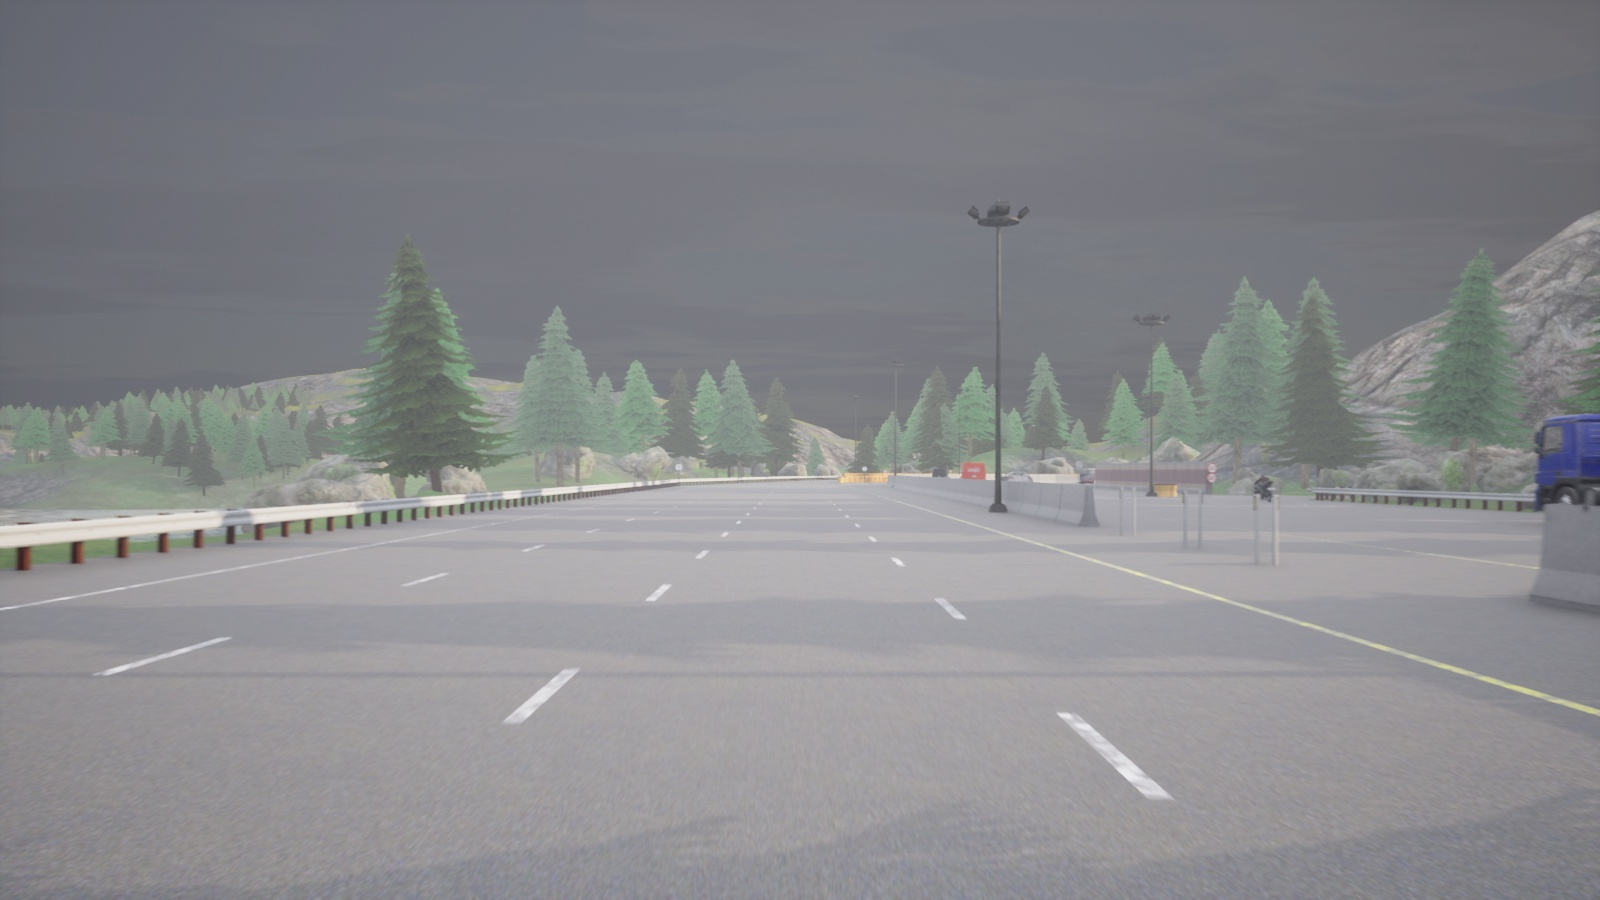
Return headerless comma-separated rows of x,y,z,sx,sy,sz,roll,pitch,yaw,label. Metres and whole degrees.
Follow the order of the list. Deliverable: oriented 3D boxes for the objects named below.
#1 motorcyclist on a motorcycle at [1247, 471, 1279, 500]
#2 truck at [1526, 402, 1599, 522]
24.341,1.854,66.069,0.866,1.530,2.191,0,-1,0,motorcyclist on a motorcycle
24.412,0.330,35.690,2.891,3.462,7.936,0,-1,0,truck
